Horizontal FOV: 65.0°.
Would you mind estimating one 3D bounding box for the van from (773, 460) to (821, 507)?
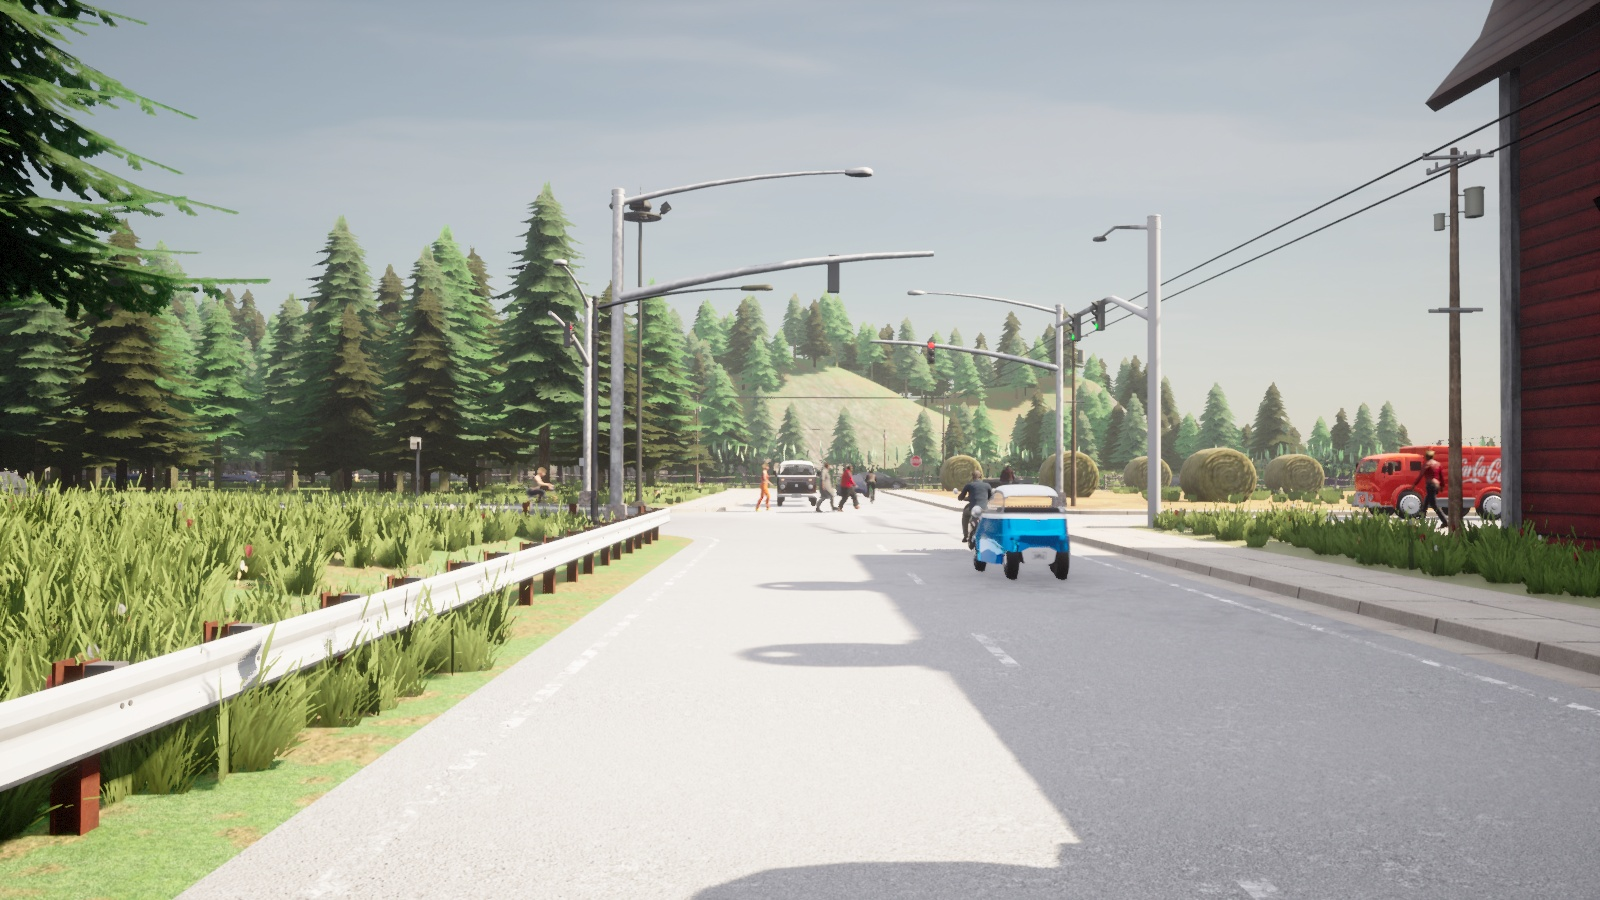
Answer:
[{"bbox_3d":[-0.145,1.484,56.435,2.069,2.038,4.480,0,-1,0],"label":"van"}]

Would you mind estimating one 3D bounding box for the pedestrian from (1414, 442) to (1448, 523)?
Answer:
[{"bbox_3d":[14.549,0.753,28.962,0.331,1.846,0.636,0,-1,-20],"label":"pedestrian"}]

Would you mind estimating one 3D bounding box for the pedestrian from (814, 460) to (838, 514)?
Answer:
[{"bbox_3d":[0.962,1.363,46.457,0.873,1.952,0.659,0,-1,0],"label":"pedestrian"}]

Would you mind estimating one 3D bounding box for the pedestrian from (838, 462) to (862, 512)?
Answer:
[{"bbox_3d":[1.877,1.396,47.407,0.899,1.844,0.634,0,-1,1],"label":"pedestrian"}]

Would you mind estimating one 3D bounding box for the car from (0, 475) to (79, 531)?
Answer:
[{"bbox_3d":[-23.283,1.484,35.980,4.792,1.488,2.163,-1,-1,24],"label":"car"}]

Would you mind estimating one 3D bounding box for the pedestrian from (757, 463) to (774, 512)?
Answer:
[{"bbox_3d":[-1.294,1.404,47.328,0.594,1.836,0.345,0,-1,5],"label":"pedestrian"}]

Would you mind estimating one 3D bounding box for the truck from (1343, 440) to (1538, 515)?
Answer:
[{"bbox_3d":[21.541,0.921,42.414,5.204,2.467,2.627,0,-1,-1],"label":"truck"}]

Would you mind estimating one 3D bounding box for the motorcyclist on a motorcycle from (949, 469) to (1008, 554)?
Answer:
[{"bbox_3d":[3.437,1.163,24.369,0.866,1.590,1.817,0,-1,0],"label":"motorcyclist on a motorcycle"}]

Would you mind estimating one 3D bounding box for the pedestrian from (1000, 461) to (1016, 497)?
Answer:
[{"bbox_3d":[10.601,1.479,63.909,0.634,1.844,0.899,-1,-1,22],"label":"pedestrian"}]

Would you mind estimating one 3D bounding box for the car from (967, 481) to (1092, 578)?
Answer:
[{"bbox_3d":[3.451,1.178,19.195,1.481,1.376,2.207,0,-1,0],"label":"car"}]

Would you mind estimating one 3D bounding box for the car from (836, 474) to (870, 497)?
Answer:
[{"bbox_3d":[3.299,2.186,78.850,1.994,1.385,4.181,0,-1,0],"label":"car"}]
